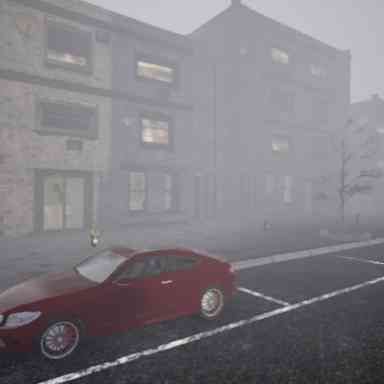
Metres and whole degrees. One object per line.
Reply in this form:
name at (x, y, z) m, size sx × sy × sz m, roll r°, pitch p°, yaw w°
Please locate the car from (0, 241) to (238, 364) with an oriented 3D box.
car at (-1.049, 1.582, 5.803) m, size 4.206 × 1.307 × 1.802 m, roll 0°, pitch 1°, yaw -36°
